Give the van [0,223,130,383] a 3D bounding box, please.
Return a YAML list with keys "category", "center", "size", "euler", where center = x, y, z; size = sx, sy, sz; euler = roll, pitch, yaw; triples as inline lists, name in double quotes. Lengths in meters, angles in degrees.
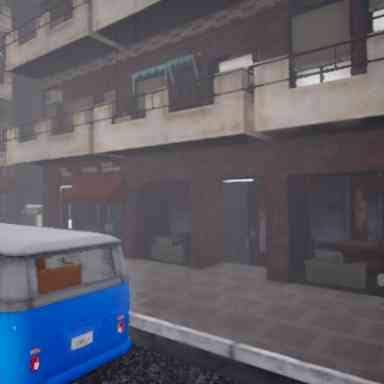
- category: "van"
  center: [-2.681, 1.366, 4.650]
  size: [3.998, 1.788, 1.690]
  euler: [0, -1, 36]
